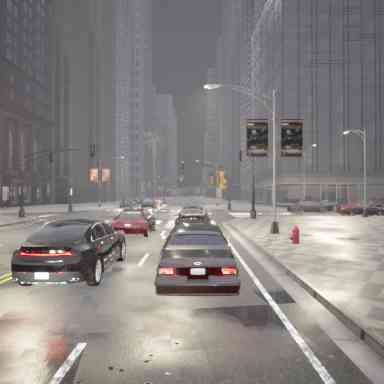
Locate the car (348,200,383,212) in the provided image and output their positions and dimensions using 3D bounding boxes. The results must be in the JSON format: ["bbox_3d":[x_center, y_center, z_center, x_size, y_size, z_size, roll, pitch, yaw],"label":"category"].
[{"bbox_3d":[20.852,1.641,38.873,4.313,1.339,1.947,0,0,-1],"label":"car"}]

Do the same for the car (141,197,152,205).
[{"bbox_3d":[-9.701,1.901,71.141,1.812,1.442,4.674,0,0,0],"label":"car"}]

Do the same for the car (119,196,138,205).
[{"bbox_3d":[-9.840,1.731,50.775,1.837,1.490,4.892,0,0,-2],"label":"car"}]

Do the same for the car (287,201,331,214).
[{"bbox_3d":[12.449,1.635,35.992,4.181,1.385,1.994,0,-1,-2],"label":"car"}]

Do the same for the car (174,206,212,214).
[{"bbox_3d":[0.059,1.542,18.545,1.837,1.490,4.892,0,0,1],"label":"car"}]

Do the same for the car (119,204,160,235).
[{"bbox_3d":[-3.138,1.600,18.293,1.994,1.385,4.181,0,0,0],"label":"car"}]

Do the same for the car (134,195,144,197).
[{"bbox_3d":[-9.775,1.518,60.794,2.150,2.045,5.566,0,0,0],"label":"car"}]

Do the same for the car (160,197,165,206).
[{"bbox_3d":[-6.528,1.646,60.170,2.097,1.767,4.553,0,-1,0],"label":"car"}]

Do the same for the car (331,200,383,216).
[{"bbox_3d":[15.336,1.576,30.266,4.206,1.307,1.802,0,0,-1],"label":"car"}]

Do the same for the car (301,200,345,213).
[{"bbox_3d":[15.212,1.660,38.789,4.313,1.339,1.947,0,0,-1],"label":"car"}]

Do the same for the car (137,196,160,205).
[{"bbox_3d":[-6.559,1.775,50.886,2.033,1.411,5.357,0,0,0],"label":"car"}]

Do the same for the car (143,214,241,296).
[{"bbox_3d":[0.112,1.557,8.806,2.033,1.411,5.357,0,0,0],"label":"car"}]

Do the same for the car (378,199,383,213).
[{"bbox_3d":[23.279,1.513,36.155,5.008,1.535,1.882,0,-1,-1],"label":"car"}]

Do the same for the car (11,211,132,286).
[{"bbox_3d":[-3.144,1.515,9.392,1.837,1.490,4.892,0,0,0],"label":"car"}]
